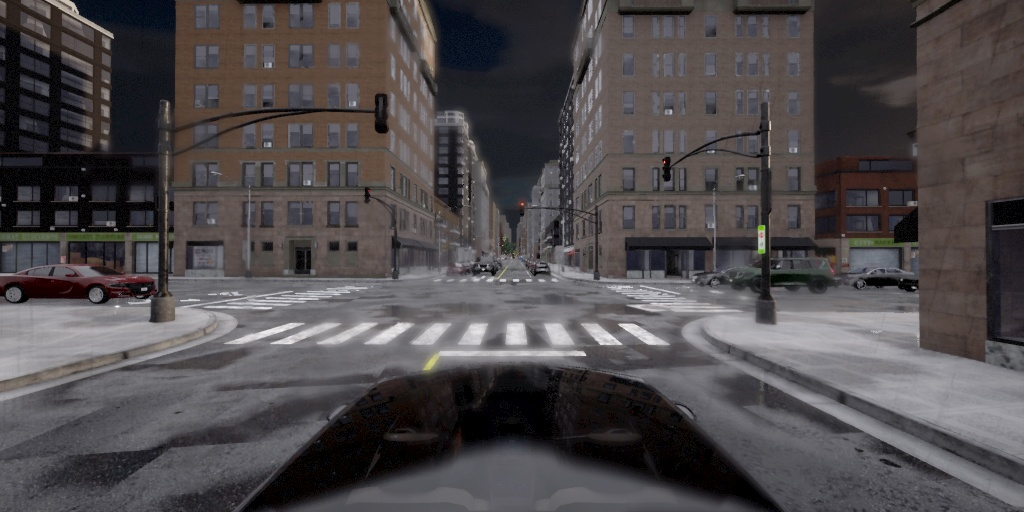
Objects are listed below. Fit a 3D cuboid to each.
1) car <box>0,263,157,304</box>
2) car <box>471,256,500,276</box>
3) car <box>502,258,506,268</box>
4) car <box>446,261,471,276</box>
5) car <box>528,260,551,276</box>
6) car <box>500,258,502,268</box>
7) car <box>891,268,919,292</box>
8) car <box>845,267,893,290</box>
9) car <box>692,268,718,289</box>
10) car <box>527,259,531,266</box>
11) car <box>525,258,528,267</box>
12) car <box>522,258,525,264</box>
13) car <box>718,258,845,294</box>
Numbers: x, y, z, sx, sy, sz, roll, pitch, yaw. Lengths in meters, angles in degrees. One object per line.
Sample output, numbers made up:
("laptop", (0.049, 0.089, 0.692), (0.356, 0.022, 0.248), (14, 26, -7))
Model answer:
("car", (-17.440, 1.062, 14.537), (5.008, 1.535, 1.882), (0, -1, -1))
("car", (-2.782, 0.976, 37.858), (2.150, 2.045, 5.566), (0, 0, 1))
("car", (-2.512, 1.352, 58.795), (1.895, 1.301, 4.718), (0, 0, 1))
("car", (-5.558, 1.336, 36.352), (1.802, 1.307, 4.207), (0, 0, 1))
("car", (2.967, 1.318, 36.251), (1.948, 1.339, 4.313), (0, 0, 1))
("car", (-2.654, 1.258, 48.286), (1.837, 1.490, 4.892), (0, 0, 1))
("car", (25.718, 1.550, 20.963), (4.718, 1.301, 1.895), (0, -1, 0))
("car", (24.231, 1.463, 24.219), (4.902, 1.511, 2.128), (0, -1, 0))
("car", (14.826, 1.401, 24.277), (4.902, 1.511, 2.128), (0, -1, 2))
("car", (3.035, 1.297, 41.781), (1.888, 1.381, 4.507), (0, 0, 1))
("car", (3.103, 1.302, 47.311), (2.007, 1.370, 4.403), (0, 0, 1))
("car", (3.307, 1.315, 63.902), (1.948, 1.339, 4.313), (0, 0, 1))
("car", (15.615, 1.105, 21.029), (5.566, 2.045, 2.150), (0, -1, 0))
